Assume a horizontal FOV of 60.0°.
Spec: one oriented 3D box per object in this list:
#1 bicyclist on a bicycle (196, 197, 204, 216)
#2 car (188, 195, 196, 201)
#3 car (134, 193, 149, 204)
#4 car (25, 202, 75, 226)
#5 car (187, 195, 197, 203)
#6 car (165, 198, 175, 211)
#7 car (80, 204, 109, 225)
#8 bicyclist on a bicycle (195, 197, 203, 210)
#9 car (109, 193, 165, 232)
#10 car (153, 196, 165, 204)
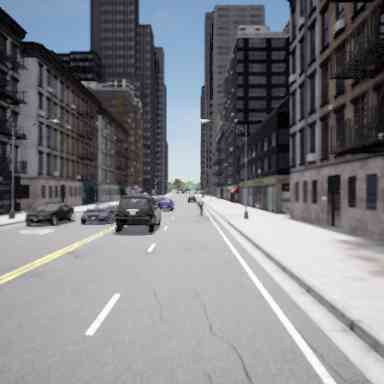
[{"bbox_3d":[0.888,1.454,31.293,0.582,1.620,1.656,0,0,0],"label":"bicyclist on a bicycle"},{"bbox_3d":[-0.018,1.546,85.219,2.033,1.411,5.357,0,0,0],"label":"car"},{"bbox_3d":[-9.768,1.284,64.811,2.150,2.045,5.566,0,0,0],"label":"car"},{"bbox_3d":[-9.848,1.477,23.423,1.882,1.535,5.008,0,0,0],"label":"car"},{"bbox_3d":[-0.015,1.508,71.814,1.837,1.490,4.892,0,0,0],"label":"car"},{"bbox_3d":[-3.159,1.528,41.088,1.812,1.442,4.674,0,0,0],"label":"car"},{"bbox_3d":[-6.596,1.563,24.201,1.994,1.385,4.181,0,0,0],"label":"car"},{"bbox_3d":[0.889,1.439,42.410,0.866,1.612,1.509,0,0,0],"label":"bicyclist on a bicycle"},{"bbox_3d":[-3.155,1.221,20.328,2.150,2.045,5.566,0,0,0],"label":"car"},{"bbox_3d":[-6.517,1.546,66.219,2.033,1.411,5.357,0,0,0],"label":"car"}]
